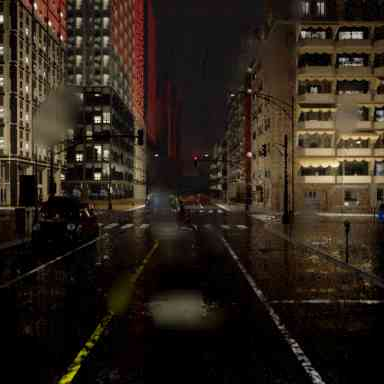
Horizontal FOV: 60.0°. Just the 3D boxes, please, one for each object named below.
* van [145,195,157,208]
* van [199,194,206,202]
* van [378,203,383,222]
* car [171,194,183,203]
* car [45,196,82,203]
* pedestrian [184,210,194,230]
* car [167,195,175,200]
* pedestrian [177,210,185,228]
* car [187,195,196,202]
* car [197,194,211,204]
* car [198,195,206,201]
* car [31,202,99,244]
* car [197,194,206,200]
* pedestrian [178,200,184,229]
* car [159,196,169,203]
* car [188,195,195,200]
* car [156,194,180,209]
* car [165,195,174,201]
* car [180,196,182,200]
[{"bbox_3d":[-5.751,1.352,47.879,1.690,1.788,3.998,0,0,0],"label":"van"},{"bbox_3d":[2.587,1.375,81.197,1.690,1.788,3.998,0,0,0],"label":"van"},{"bbox_3d":[16.897,1.706,26.167,3.998,1.788,1.690,1,-1,0],"label":"van"},{"bbox_3d":[-3.086,1.377,69.247,2.097,1.767,4.553,0,0,0],"label":"car"},{"bbox_3d":[-10.638,1.181,29.254,4.553,1.767,2.097,1,0,-7],"label":"car"},{"bbox_3d":[-0.128,1.575,19.506,0.375,1.300,0.375,0,0,0],"label":"pedestrian"},{"bbox_3d":[-5.807,1.569,92.116,1.752,1.417,4.829,0,0,0],"label":"car"},{"bbox_3d":[-0.689,1.678,20.746,0.500,1.100,0.500,0,0,0],"label":"pedestrian"},{"bbox_3d":[-0.094,1.378,77.318,2.097,1.767,4.553,0,0,0],"label":"car"},{"bbox_3d":[2.608,1.336,64.544,2.192,1.841,5.009,0,0,0],"label":"car"},{"bbox_3d":[2.581,1.589,86.747,2.008,1.369,4.403,0,0,0],"label":"car"},{"bbox_3d":[-5.710,1.441,15.405,1.967,1.590,4.097,0,0,0],"label":"car"},{"bbox_3d":[2.573,1.359,92.298,2.192,1.841,5.009,0,0,0],"label":"car"},{"bbox_3d":[-0.594,1.296,20.146,0.375,1.860,0.375,0,0,0],"label":"pedestrian"},{"bbox_3d":[-5.778,1.550,69.913,1.752,1.417,4.829,0,0,0],"label":"car"},{"bbox_3d":[-0.107,1.442,87.388,1.994,1.385,4.181,0,0,0],"label":"car"},{"bbox_3d":[-3.186,1.361,45.152,2.097,1.767,4.553,0,0,1],"label":"car"},{"bbox_3d":[-5.800,1.479,86.735,1.967,1.590,4.097,0,0,0],"label":"car"},{"bbox_3d":[-3.154,1.367,55.107,2.097,1.767,4.553,0,0,0],"label":"car"}]
